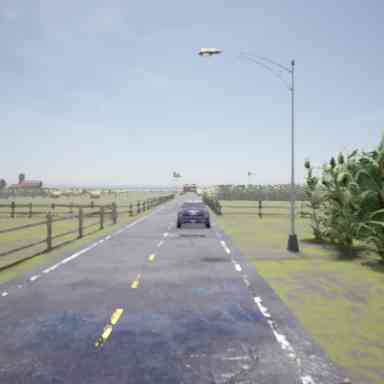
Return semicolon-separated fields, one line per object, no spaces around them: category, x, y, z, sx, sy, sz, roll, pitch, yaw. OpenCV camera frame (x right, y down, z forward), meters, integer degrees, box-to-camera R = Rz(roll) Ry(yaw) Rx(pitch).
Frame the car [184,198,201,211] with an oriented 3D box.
car;0.088;1.536;41.704;2.033;1.411;5.357;0;0;0

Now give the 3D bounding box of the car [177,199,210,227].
car;0.092;1.351;22.817;2.097;1.767;4.553;0;0;0
